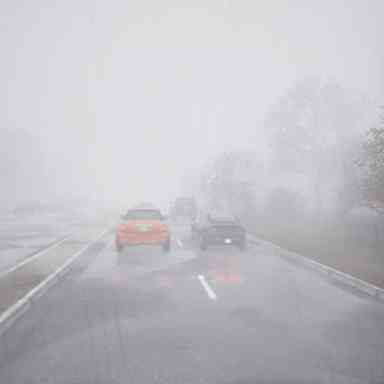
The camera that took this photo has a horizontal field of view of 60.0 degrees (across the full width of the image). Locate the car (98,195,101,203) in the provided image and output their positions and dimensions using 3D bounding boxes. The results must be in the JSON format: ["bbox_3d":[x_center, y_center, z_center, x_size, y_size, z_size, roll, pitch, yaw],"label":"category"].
[{"bbox_3d":[-21.946,1.672,72.882,2.097,1.535,5.008,1,0,-7],"label":"car"}]

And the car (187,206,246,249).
[{"bbox_3d":[1.097,1.640,15.301,1.837,1.490,4.892,1,0,-7],"label":"car"}]

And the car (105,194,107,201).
[{"bbox_3d":[-23.391,1.610,83.864,2.185,1.767,4.553,1,0,-8],"label":"car"}]

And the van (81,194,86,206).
[{"bbox_3d":[-19.761,1.351,56.330,1.878,1.987,4.442,1,0,-8],"label":"van"}]

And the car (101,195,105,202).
[{"bbox_3d":[-22.669,1.705,78.361,2.231,1.521,4.892,1,0,-7],"label":"car"}]

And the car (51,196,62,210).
[{"bbox_3d":[-17.632,1.524,40.137,2.002,1.452,4.674,1,0,-7],"label":"car"}]

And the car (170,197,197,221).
[{"bbox_3d":[-0.789,1.430,29.920,2.150,2.045,5.566,1,0,-7],"label":"car"}]

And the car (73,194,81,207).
[{"bbox_3d":[-19.060,1.421,50.998,2.185,1.767,4.553,1,0,-7],"label":"car"}]

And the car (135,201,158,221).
[{"bbox_3d":[-4.048,1.672,29.783,1.837,1.490,4.892,1,0,-7],"label":"car"}]

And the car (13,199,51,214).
[{"bbox_3d":[-16.909,1.454,34.664,2.231,1.521,4.892,1,0,-8],"label":"car"}]

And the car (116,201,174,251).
[{"bbox_3d":[-2.098,1.429,14.672,2.097,1.767,4.553,1,-1,-7],"label":"car"}]

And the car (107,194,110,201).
[{"bbox_3d":[-24.112,1.642,89.343,2.185,1.767,4.553,1,0,-8],"label":"car"}]

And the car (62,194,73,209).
[{"bbox_3d":[-18.338,1.390,45.521,2.185,1.767,4.553,1,0,-7],"label":"car"}]

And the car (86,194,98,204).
[{"bbox_3d":[-21.232,1.390,67.497,2.435,2.045,5.566,1,0,-8],"label":"car"}]
